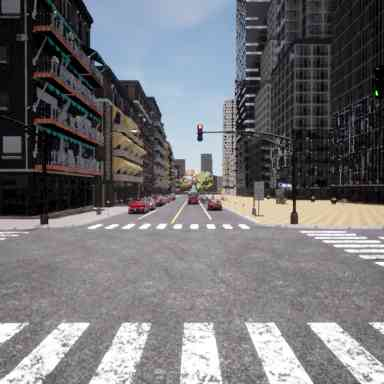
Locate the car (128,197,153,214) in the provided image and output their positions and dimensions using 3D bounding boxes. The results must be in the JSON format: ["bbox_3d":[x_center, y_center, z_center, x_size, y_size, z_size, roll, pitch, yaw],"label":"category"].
[{"bbox_3d":[-5.625,1.540,35.401,1.887,1.381,4.507,-1,0,0],"label":"car"}]

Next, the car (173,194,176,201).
[{"bbox_3d":[-5.520,1.322,86.241,2.192,1.841,5.009,-1,0,0],"label":"car"}]

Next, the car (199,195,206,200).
[{"bbox_3d":[2.843,1.535,92.100,1.752,1.417,4.829,-1,0,0],"label":"car"}]

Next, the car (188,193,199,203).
[{"bbox_3d":[0.264,1.223,70.034,2.150,2.045,5.566,0,0,0],"label":"car"}]

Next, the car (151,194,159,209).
[{"bbox_3d":[-5.615,1.436,41.049,1.967,1.590,4.097,-1,0,0],"label":"car"}]

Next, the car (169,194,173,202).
[{"bbox_3d":[-5.553,1.584,69.294,1.802,1.307,4.206,-1,0,0],"label":"car"}]

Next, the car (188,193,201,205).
[{"bbox_3d":[0.229,1.477,59.769,1.882,1.535,5.008,0,0,0],"label":"car"}]

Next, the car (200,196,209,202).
[{"bbox_3d":[2.807,1.548,74.983,1.887,1.381,4.507,-1,0,0],"label":"car"}]

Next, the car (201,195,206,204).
[{"bbox_3d":[2.782,1.551,63.685,2.008,1.369,4.403,-1,0,0],"label":"car"}]

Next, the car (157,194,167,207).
[{"bbox_3d":[-5.592,1.312,52.348,2.192,1.841,5.009,-1,0,0],"label":"car"}]

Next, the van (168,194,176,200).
[{"bbox_3d":[-5.507,1.351,91.889,1.690,1.788,3.998,-1,0,0],"label":"van"}]

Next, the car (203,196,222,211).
[{"bbox_3d":[2.734,1.541,41.089,1.887,1.381,4.507,-1,0,0],"label":"car"}]

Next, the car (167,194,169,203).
[{"bbox_3d":[-5.579,1.439,57.996,1.967,1.590,4.097,-1,0,0],"label":"car"}]
